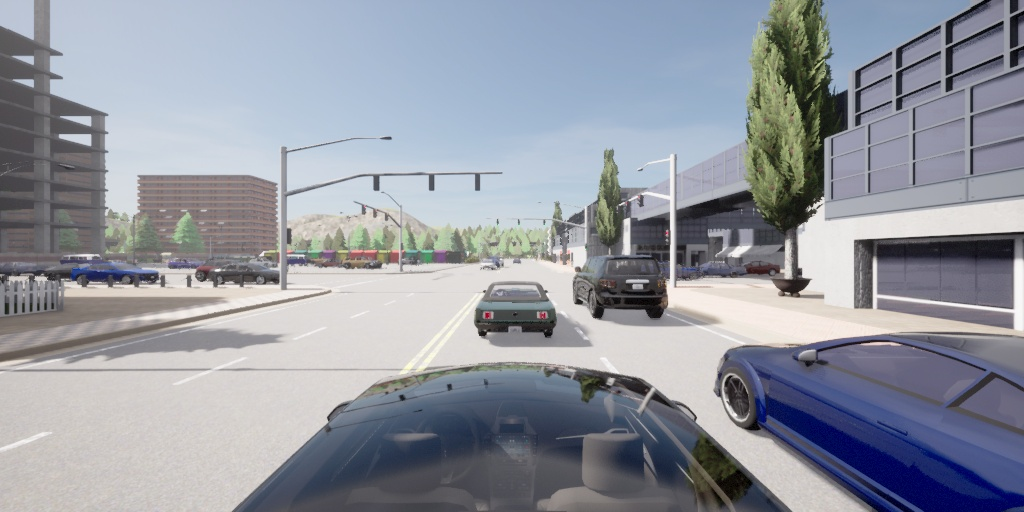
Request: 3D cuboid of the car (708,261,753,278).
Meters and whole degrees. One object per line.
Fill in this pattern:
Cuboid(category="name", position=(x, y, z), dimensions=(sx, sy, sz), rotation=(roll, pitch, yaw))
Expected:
Cuboid(category="car", position=(18.672, 1.297, 33.105), dimensions=(5.357, 1.411, 2.033), rotation=(0, 0, 1))

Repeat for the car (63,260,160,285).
Cuboid(category="car", position=(-27.889, 1.227, 25.334), dimensions=(5.008, 1.535, 1.882), rotation=(0, 0, 0))

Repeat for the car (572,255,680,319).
Cuboid(category="car", position=(3.615, 0.971, 12.922), dimensions=(2.150, 2.045, 5.566), rotation=(0, 0, 0))

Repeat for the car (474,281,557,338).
Cuboid(category="car", position=(0.097, 1.351, 10.209), dimensions=(1.895, 1.301, 4.718), rotation=(0, 0, 1))

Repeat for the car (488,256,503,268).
Cuboid(category="car", position=(-3.206, 0.971, 61.304), dimensions=(2.150, 2.045, 5.566), rotation=(0, 0, 2))

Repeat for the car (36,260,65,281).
Cuboid(category="car", position=(-34.596, 1.276, 28.858), dimensions=(4.674, 1.442, 1.812), rotation=(0, 0, 0))

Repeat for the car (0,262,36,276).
Cuboid(category="car", position=(-50.024, 1.297, 36.018), dimensions=(5.357, 1.411, 2.033), rotation=(0, 0, 1))

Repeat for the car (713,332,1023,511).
Cuboid(category="car", position=(3.605, 1.314, 2.959), dimensions=(1.994, 1.385, 4.181), rotation=(0, 0, 0))

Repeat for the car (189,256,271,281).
Cuboid(category="car", position=(-22.551, 1.102, 28.827), dimensions=(4.553, 1.767, 2.097), rotation=(0, 0, 0))

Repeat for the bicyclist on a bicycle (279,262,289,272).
Cuboid(category="bicyclist on a bicycle", position=(-25.291, 1.052, 39.813), dimensions=(0.582, 1.620, 1.656), rotation=(0, 0, 0))

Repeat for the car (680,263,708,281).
Cuboid(category="car", position=(12.854, 1.227, 29.425), dimensions=(5.008, 1.535, 1.882), rotation=(0, 0, 0))

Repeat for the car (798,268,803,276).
Cuboid(category="car", position=(28.255, 1.350, 33.025), dimensions=(4.718, 1.301, 1.895), rotation=(0, 0, 0))

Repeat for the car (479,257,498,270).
Cuboid(category="car", position=(-3.472, 1.275, 51.460), dimensions=(1.812, 1.442, 4.674), rotation=(0, 0, 3))

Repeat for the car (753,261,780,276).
Cuboid(category="car", position=(24.468, 1.227, 36.556), dimensions=(5.008, 1.535, 1.882), rotation=(0, 0, 0))

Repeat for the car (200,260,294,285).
Cuboid(category="car", position=(-18.607, 1.255, 25.319), dimensions=(4.892, 1.490, 1.837), rotation=(0, 0, 0))
